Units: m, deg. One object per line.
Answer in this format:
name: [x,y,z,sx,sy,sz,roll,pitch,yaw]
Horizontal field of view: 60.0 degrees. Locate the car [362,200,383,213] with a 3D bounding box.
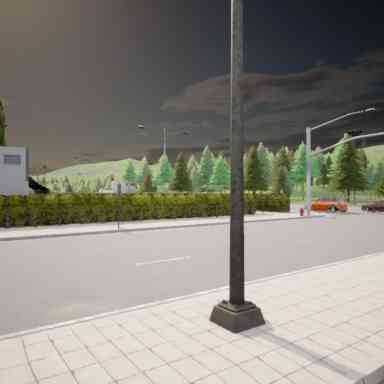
car: [20.337,1.525,34.922,1.812,1.442,4.674,0,0,-37]

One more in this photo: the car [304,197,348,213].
car: [14.658,1.351,36.775,2.097,1.767,4.553,0,0,-36]
